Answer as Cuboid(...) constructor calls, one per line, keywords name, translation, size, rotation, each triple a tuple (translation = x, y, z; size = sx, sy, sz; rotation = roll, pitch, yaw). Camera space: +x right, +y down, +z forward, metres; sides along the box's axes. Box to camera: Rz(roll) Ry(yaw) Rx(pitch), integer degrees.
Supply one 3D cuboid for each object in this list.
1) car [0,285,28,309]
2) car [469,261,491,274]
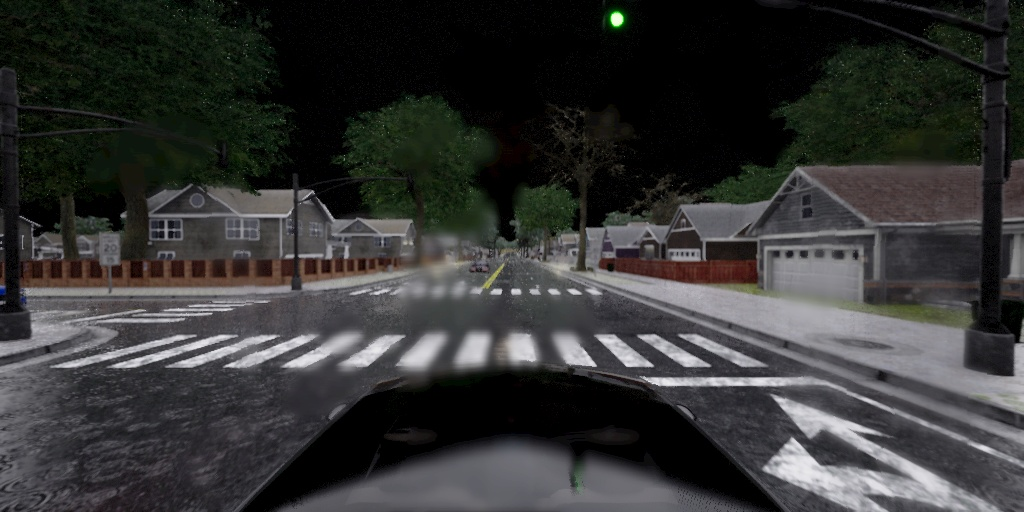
Cuboid(name="car", translation=(-19.624, 1.316, 12.129), size=(5.008, 1.535, 1.882), rotation=(0, 1, 2))
Cuboid(name="car", translation=(-3.258, 1.183, 37.293), size=(1.994, 1.385, 4.181), rotation=(0, 1, 0))
